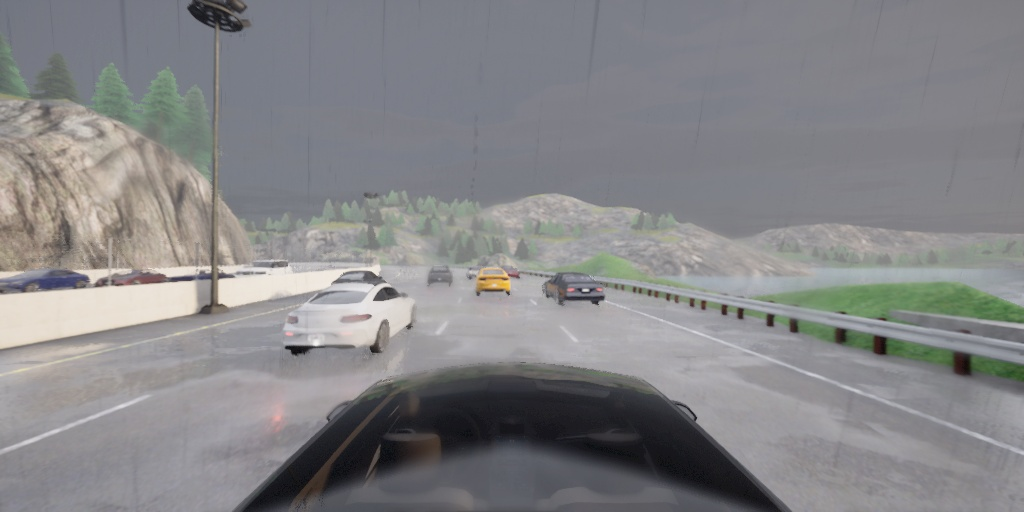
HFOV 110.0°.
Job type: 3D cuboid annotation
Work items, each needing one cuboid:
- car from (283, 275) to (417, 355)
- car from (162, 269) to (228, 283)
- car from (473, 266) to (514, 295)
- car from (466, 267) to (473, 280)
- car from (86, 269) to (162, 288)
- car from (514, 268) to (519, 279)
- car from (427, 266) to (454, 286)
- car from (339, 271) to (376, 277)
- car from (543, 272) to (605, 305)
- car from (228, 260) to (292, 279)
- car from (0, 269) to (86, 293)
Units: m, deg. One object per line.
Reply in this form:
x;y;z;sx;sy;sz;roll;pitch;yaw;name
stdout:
-3.684;1.363;8.880;1.812;1.442;4.674;0;-1;-2;car
-23.333;1.669;27.101;1.895;1.301;4.718;0;-1;-9;car
-1.243;1.465;21.852;1.882;1.535;5.008;0;-1;-6;car
-3.839;1.783;38.203;1.895;1.301;4.718;0;-1;-12;car
-26.612;1.613;25.298;1.994;1.385;4.181;0;-1;-9;car
-0.531;1.756;39.335;1.994;1.385;4.181;0;-1;-12;car
-5.757;1.567;29.022;2.128;1.511;4.902;0;-1;-9;car
-7.946;1.483;18.785;1.812;1.442;4.674;0;-1;-6;car
2.779;1.476;17.149;2.033;1.411;5.357;0;-1;-5;car
-20.171;1.313;29.391;2.150;2.045;5.566;0;-1;-10;car
-29.774;1.548;22.814;1.812;1.442;4.674;0;-1;-8;car
